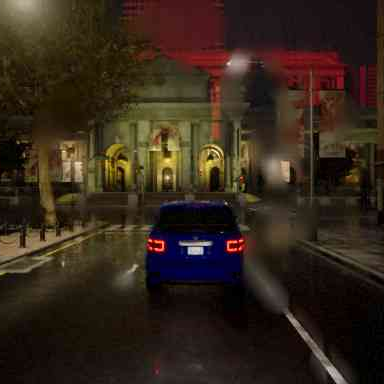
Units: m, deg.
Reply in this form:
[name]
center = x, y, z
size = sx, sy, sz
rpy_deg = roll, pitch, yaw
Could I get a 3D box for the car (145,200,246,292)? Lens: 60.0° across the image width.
[car]
center = 0.099, 1.221, 9.078
size = 2.150, 2.045, 5.566
rpy_deg = 0, 0, 1
